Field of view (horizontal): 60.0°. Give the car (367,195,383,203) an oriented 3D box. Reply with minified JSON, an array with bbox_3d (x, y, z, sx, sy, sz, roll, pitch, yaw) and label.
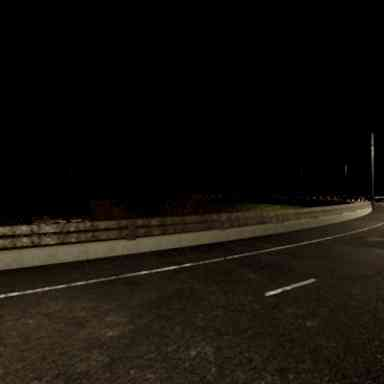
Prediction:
[{"bbox_3d":[42.948,1.705,76.584,2.128,1.511,4.902,0,0,6],"label":"car"}]

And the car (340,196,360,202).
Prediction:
[{"bbox_3d":[40.334,1.751,85.239,2.128,1.511,4.902,0,0,3],"label":"car"}]
